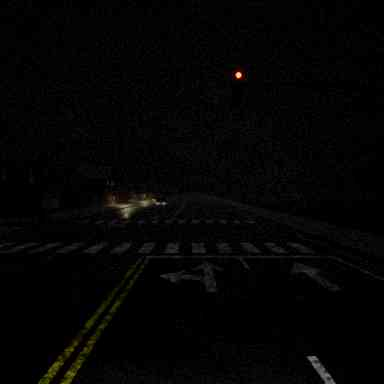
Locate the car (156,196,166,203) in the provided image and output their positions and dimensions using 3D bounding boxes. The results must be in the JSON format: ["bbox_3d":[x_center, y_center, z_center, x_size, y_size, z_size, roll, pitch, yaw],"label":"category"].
[{"bbox_3d":[-6.374,1.501,68.826,2.033,1.411,5.357,0,0,0],"label":"car"}]
